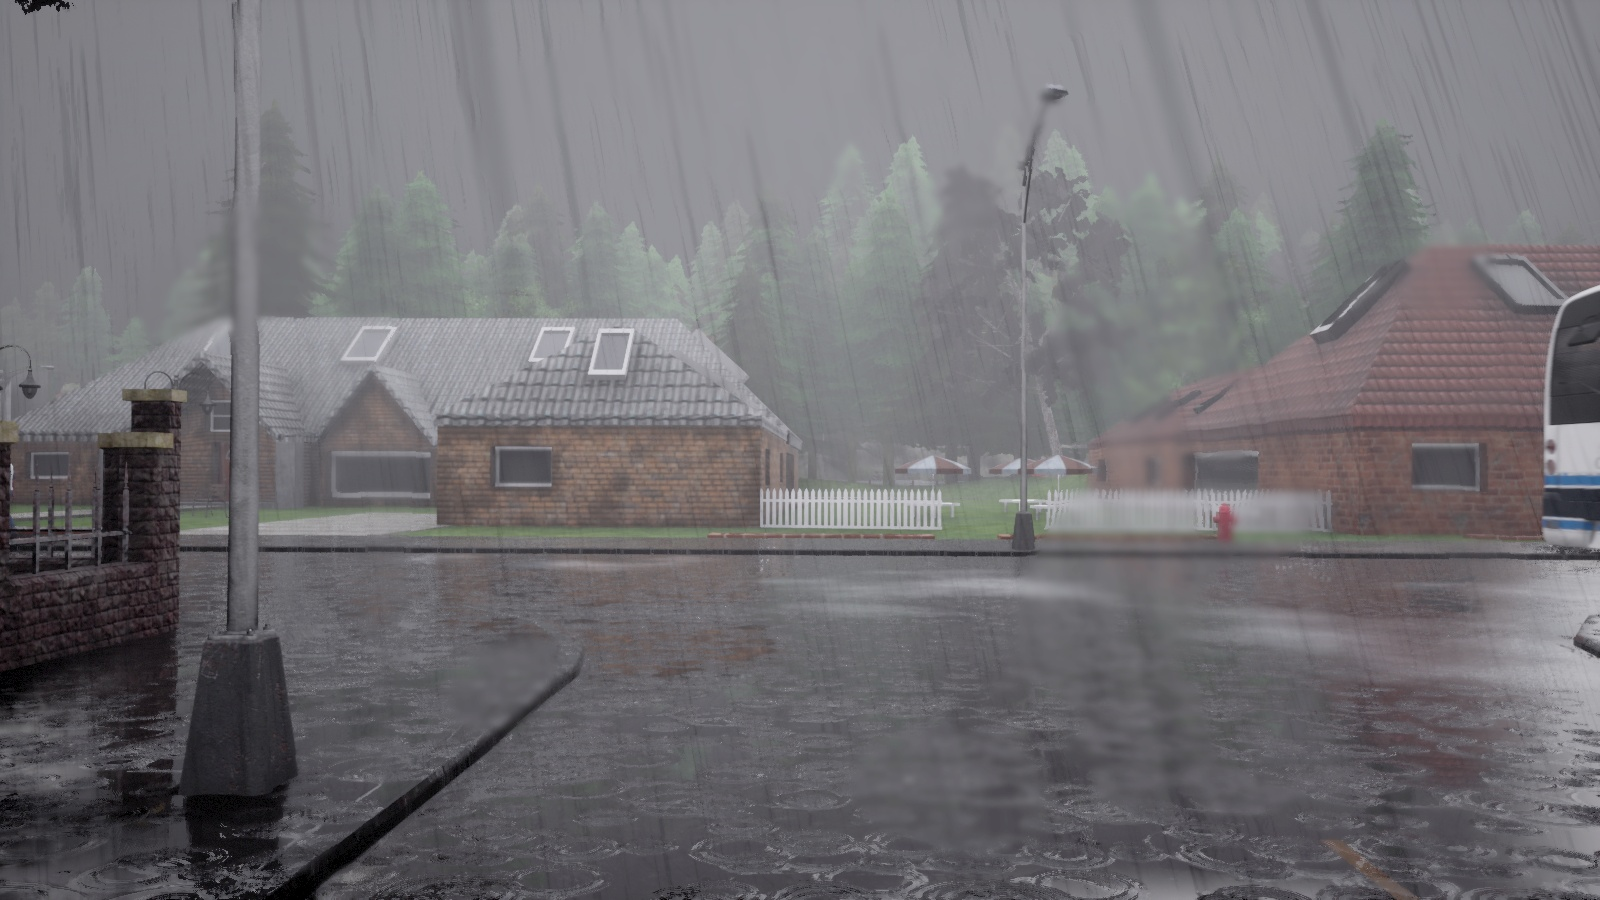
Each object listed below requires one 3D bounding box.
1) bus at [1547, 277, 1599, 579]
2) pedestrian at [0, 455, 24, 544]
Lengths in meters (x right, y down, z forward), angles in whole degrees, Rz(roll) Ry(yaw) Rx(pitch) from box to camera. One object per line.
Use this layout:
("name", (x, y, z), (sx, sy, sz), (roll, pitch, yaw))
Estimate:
("bus", (16.439, -0.343, 17.023), (10.273, 4.253, 3.944), (0, -1, -1))
("pedestrian", (-16.565, 1.027, 26.062), (0.706, 1.836, 0.354), (0, -1, -2))
